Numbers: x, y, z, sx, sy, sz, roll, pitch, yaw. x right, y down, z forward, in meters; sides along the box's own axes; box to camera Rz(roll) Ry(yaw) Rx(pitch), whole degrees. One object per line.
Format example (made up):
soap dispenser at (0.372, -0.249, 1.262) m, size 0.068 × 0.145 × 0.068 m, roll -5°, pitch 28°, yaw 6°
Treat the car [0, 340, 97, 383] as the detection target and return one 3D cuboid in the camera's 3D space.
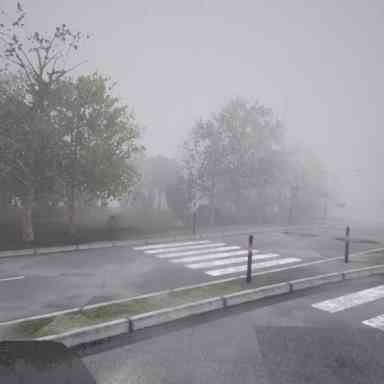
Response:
car at (-2.973, 1.545, 1.320) m, size 5.357 × 1.411 × 2.033 m, roll 0°, pitch 0°, yaw -35°
